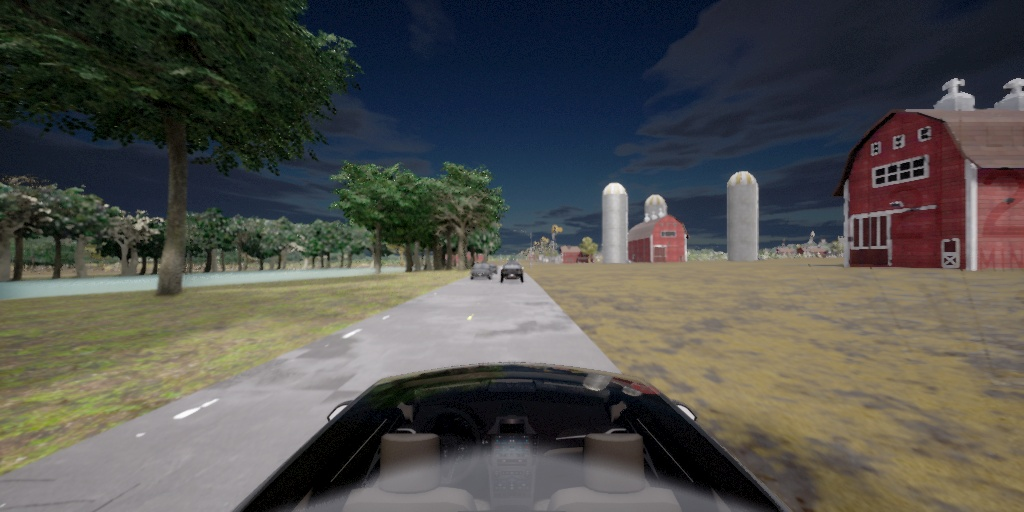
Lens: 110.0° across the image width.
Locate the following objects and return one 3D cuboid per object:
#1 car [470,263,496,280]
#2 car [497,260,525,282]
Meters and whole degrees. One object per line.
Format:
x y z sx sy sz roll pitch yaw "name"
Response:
-2.747 1.380 33.222 1.837 1.490 4.892 0 -1 0 "car"
0.017 1.324 29.960 1.882 1.535 5.008 0 0 0 "car"
